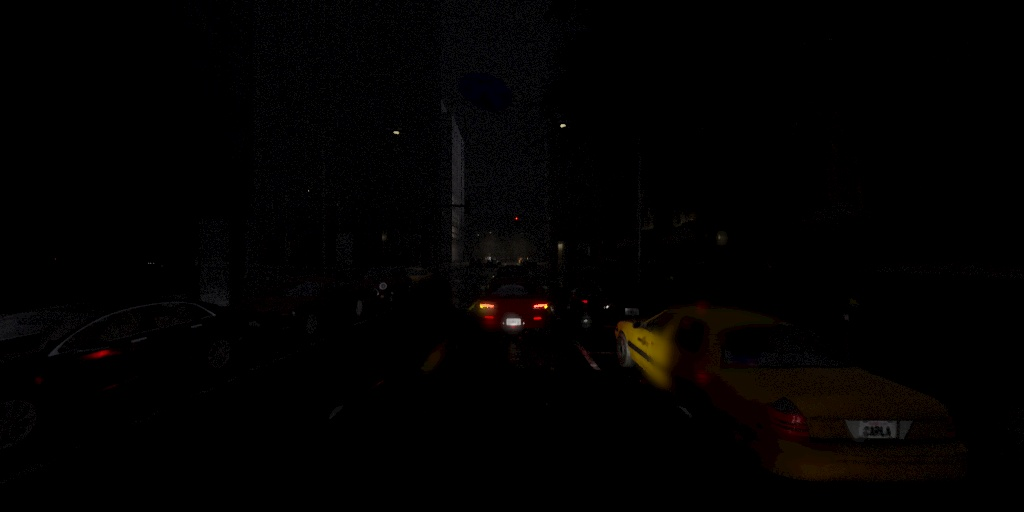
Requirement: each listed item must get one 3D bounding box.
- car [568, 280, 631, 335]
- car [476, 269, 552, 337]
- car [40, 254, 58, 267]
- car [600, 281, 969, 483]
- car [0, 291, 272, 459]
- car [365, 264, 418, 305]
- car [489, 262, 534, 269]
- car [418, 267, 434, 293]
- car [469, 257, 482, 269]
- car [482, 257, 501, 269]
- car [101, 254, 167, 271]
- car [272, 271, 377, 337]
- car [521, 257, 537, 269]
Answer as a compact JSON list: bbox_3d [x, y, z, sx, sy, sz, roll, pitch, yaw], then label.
[{"bbox_3d":[2.755,1.315,10.302,1.948,1.339,4.313,0,0,0],"label":"car"},{"bbox_3d":[0.061,1.275,10.135,1.812,1.442,4.674,0,0,0],"label":"car"},{"bbox_3d":[-48.225,0.410,35.712,4.181,1.385,1.994,1,0,0],"label":"car"},{"bbox_3d":[2.760,1.275,5.015,1.751,1.417,4.829,0,0,0],"label":"car"},{"bbox_3d":[-5.764,1.300,4.833,2.007,1.370,4.403,0,0,0],"label":"car"},{"bbox_3d":[-5.776,1.188,15.747,1.967,1.591,4.097,0,0,0],"label":"car"},{"bbox_3d":[0.001,1.253,19.002,1.837,1.490,4.892,0,0,0],"label":"car"},{"bbox_3d":[-5.782,1.273,21.034,1.751,1.417,4.829,0,0,0],"label":"car"},{"bbox_3d":[-5.823,1.070,58.612,2.192,1.841,5.009,0,0,0],"label":"car"},{"bbox_3d":[-3.144,1.302,56.719,2.033,1.411,5.357,0,0,0],"label":"car"},{"bbox_3d":[-34.291,0.599,32.606,4.902,1.511,2.128,1,0,0],"label":"car"},{"bbox_3d":[-5.771,1.294,10.290,1.888,1.381,4.507,0,0,0],"label":"car"},{"bbox_3d":[2.708,1.193,53.183,1.967,1.591,4.097,0,0,0],"label":"car"}]
